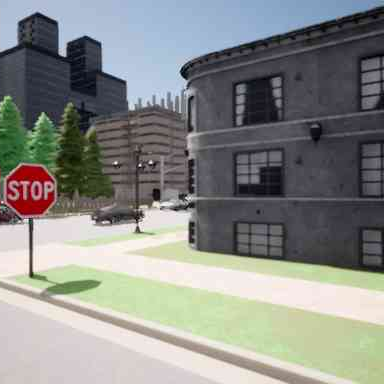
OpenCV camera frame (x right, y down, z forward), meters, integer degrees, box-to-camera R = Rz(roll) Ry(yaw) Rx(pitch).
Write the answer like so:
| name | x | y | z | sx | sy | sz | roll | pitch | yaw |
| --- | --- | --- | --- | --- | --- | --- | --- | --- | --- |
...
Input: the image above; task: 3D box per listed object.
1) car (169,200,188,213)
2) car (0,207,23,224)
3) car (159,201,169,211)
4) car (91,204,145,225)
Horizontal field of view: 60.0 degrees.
| name | x | y | z | sx | sy | sz | roll | pitch | yaw |
| --- | --- | --- | --- | --- | --- | --- | --- | --- | --- |
| car | -0.329 | 1.787 | 40.667 | 1.895 | 1.301 | 4.718 | 0 | 0 | 34 |
| car | -15.115 | 1.803 | 24.672 | 1.895 | 1.301 | 4.718 | 0 | 0 | 33 |
| car | -2.445 | 1.734 | 43.800 | 1.812 | 1.442 | 4.674 | 0 | 0 | 33 |
| car | -5.712 | 1.685 | 25.903 | 1.812 | 1.442 | 4.674 | 0 | 0 | 33 |
